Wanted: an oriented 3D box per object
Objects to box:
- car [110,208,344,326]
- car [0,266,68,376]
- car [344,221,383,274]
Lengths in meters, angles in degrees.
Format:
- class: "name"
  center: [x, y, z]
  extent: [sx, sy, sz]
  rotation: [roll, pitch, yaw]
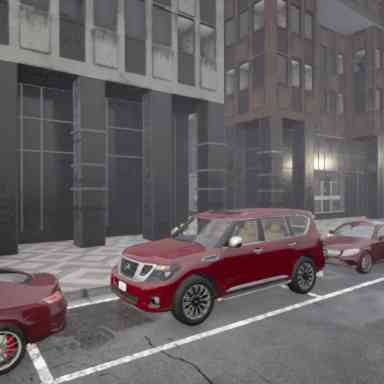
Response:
- class: "car"
  center: [0.837, 1.315, 7.240]
  extent: [5.009, 1.841, 2.192]
  rotation: [0, 0, -35]
- class: "car"
  center: [-3.730, 1.582, 3.995]
  extent: [4.206, 1.307, 1.802]
  rotation: [0, 0, -35]
- class: "car"
  center: [5.404, 1.582, 10.484]
  extent: [4.206, 1.307, 1.802]
  rotation: [0, 0, -35]
